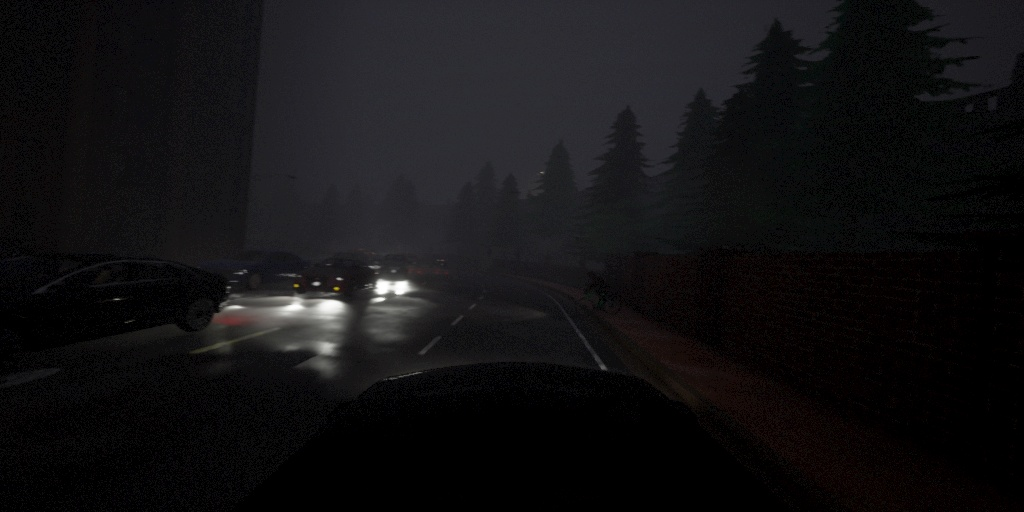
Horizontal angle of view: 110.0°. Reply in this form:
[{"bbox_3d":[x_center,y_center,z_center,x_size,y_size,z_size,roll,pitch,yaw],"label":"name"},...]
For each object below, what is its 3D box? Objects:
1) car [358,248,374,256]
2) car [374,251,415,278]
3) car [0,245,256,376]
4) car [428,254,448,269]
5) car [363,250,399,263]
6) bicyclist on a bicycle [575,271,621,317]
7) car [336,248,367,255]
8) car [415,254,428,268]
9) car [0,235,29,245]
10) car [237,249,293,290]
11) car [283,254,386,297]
[{"bbox_3d":[-15.519,0.143,38.159,5.357,1.411,2.033,4,0,45],"label":"car"},{"bbox_3d":[-8.171,0.637,24.989,2.128,1.511,4.902,4,0,-17],"label":"car"},{"bbox_3d":[-7.108,0.698,5.797,2.128,1.511,4.902,4,0,1],"label":"car"},{"bbox_3d":[-9.229,0.573,41.169,2.128,1.511,4.902,4,0,-41],"label":"car"},{"bbox_3d":[-17.640,0.045,48.221,4.718,1.301,1.895,4,0,32],"label":"car"},{"bbox_3d":[3.043,1.345,12.839,1.656,1.620,0.582,-5,0,2],"label":"bicyclist on a bicycle"},{"bbox_3d":[-11.778,0.417,25.440,2.033,1.411,5.357,4,0,-20],"label":"car"},{"bbox_3d":[-11.593,0.389,38.762,2.128,1.511,4.902,4,0,-42],"label":"car"},{"bbox_3d":[-10.610,0.289,5.689,2.097,1.767,4.553,4,0,2],"label":"car"},{"bbox_3d":[-10.405,0.441,14.894,1.882,1.535,5.008,4,0,-1],"label":"car"},{"bbox_3d":[-7.003,0.789,14.710,1.994,1.385,4.181,4,0,-2],"label":"car"}]
